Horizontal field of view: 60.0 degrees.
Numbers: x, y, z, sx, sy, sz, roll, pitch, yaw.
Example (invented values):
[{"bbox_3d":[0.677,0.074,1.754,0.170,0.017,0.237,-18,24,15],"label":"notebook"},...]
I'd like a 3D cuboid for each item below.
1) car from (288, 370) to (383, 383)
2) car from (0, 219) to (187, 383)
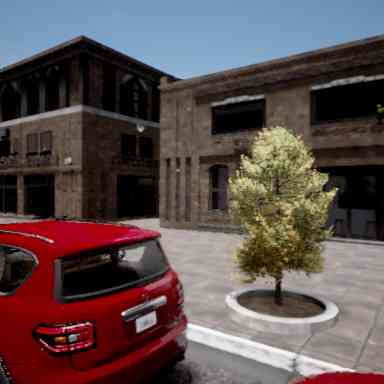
[{"bbox_3d":[2.246,1.582,1.261,4.206,1.307,1.802,0,1,35],"label":"car"},{"bbox_3d":[-2.379,1.316,4.555,5.009,1.841,2.192,0,1,35],"label":"car"}]
